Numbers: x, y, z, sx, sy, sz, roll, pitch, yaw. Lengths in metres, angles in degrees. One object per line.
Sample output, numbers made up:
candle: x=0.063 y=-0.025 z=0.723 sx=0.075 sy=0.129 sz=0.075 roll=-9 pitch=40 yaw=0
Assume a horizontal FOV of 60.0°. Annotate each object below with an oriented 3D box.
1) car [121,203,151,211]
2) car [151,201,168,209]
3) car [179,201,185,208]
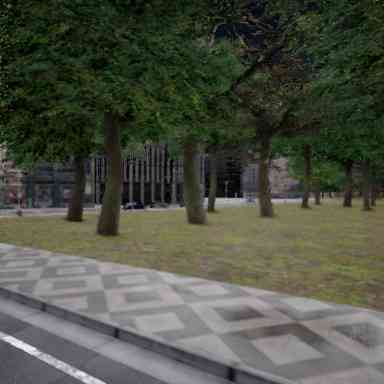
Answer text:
car: x=-9.355 y=2.373 z=54.343 sx=1.895 sy=1.301 sz=4.718 roll=0 pitch=-1 yaw=34
car: x=-6.438 y=2.450 z=64.020 sx=1.994 sy=1.385 sz=4.181 roll=0 pitch=-1 yaw=34
car: x=-0.693 y=2.452 z=67.160 sx=1.837 sy=1.490 sz=4.892 roll=0 pitch=0 yaw=34
